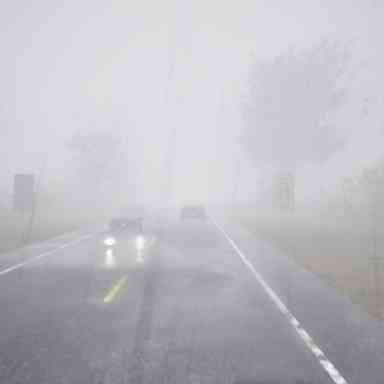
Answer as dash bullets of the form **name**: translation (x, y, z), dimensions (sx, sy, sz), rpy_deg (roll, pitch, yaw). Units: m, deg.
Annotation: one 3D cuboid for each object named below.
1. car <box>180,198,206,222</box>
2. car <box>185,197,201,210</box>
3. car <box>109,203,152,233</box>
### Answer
- **car**: translation (0.091, 1.456, 26.151), dimensions (1.882, 1.535, 5.008), rpy_deg (0, 0, 0)
- **car**: translation (0.110, 1.476, 43.522), dimensions (1.882, 1.535, 5.008), rpy_deg (0, 0, 0)
- **car**: translation (-3.577, 1.456, 19.904), dimensions (1.882, 1.535, 5.008), rpy_deg (0, 0, 0)
